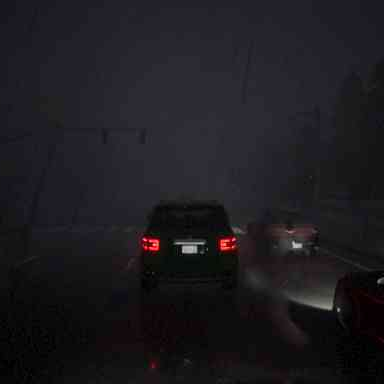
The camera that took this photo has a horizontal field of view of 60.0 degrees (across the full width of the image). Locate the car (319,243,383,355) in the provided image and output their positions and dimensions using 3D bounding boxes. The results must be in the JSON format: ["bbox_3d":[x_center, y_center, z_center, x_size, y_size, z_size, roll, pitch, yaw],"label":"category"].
[{"bbox_3d":[3.424,1.564,4.064,1.994,1.385,4.181,0,0,-1],"label":"car"}]

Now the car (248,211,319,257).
[{"bbox_3d":[3.333,1.491,12.972,2.128,1.511,4.902,0,0,0],"label":"car"}]

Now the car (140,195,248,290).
[{"bbox_3d":[-0.100,1.221,9.215,2.150,2.045,5.566,0,0,-1],"label":"car"}]
